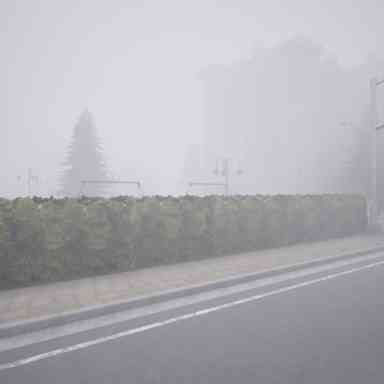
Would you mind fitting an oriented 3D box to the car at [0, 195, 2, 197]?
[{"bbox_3d":[-40.232,1.374,67.297,3.633,1.501,1.845,0,0,-37],"label":"car"}]
